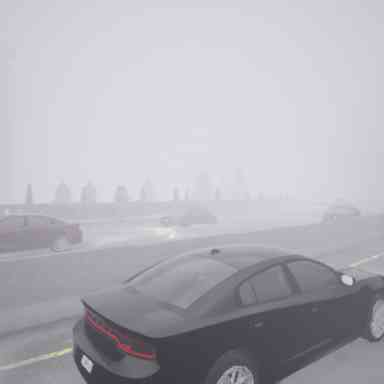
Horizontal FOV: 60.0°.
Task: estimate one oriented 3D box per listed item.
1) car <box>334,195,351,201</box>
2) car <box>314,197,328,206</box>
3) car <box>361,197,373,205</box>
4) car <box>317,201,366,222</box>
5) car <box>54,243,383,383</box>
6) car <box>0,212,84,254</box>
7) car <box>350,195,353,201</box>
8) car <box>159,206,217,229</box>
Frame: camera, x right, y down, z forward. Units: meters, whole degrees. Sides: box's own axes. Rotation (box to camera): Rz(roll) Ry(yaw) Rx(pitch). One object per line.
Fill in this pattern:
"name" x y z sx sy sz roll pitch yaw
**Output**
"car" 19.838 1.570 44.505 1.837 1.490 4.892 0 0 27
"car" 22.052 1.635 56.637 1.812 1.442 4.674 -1 0 27
"car" 31.579 1.596 59.979 2.033 1.411 5.357 -1 0 27
"car" 11.256 1.584 24.814 1.994 1.385 4.181 0 0 39
"car" 0.954 1.483 4.714 5.008 1.535 1.882 0 0 -37
"car" -6.634 1.527 12.335 5.008 1.535 1.882 0 0 -37
"car" 38.534 1.541 81.777 1.837 1.490 4.892 -1 -1 26
"car" -0.198 1.625 22.558 1.994 1.385 4.181 0 0 45
